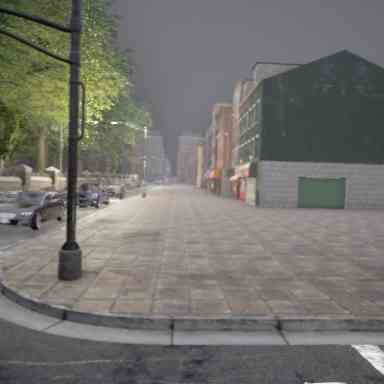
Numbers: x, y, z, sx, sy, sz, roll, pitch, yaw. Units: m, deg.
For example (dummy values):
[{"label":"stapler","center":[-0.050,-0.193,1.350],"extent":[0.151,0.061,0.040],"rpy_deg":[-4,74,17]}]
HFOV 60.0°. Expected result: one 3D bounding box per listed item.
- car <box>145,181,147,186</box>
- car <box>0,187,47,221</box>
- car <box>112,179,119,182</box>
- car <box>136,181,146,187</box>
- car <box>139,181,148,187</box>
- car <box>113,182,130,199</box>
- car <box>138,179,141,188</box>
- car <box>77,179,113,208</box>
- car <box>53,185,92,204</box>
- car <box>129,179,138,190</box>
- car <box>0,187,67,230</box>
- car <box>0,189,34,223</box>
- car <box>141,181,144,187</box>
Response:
[{"label":"car","center":[-12.469,-1.825,77.911],"extent":[2.008,1.369,4.403],"rpy_deg":[3,2,-3]},{"label":"car","center":[-9.878,0.530,18.350],"extent":[1.752,1.417,4.829],"rpy_deg":[3,2,-3]},{"label":"car","center":[-11.008,-0.791,45.258],"extent":[2.192,1.841,5.009],"rpy_deg":[3,2,-3]},{"label":"car","center":[-12.702,-2.046,83.183],"extent":[1.752,1.417,4.829],"rpy_deg":[3,2,-3]},{"label":"car","center":[-12.953,-2.226,88.794],"extent":[2.008,1.369,4.403],"rpy_deg":[3,2,-3]},{"label":"car","center":[-8.019,-0.037,34.690],"extent":[1.994,1.385,4.181],"rpy_deg":[2,2,-3]},{"label":"car","center":[-11.977,-1.429,66.859],"extent":[1.752,1.417,4.829],"rpy_deg":[3,2,-3]},{"label":"car","center":[-7.580,0.161,24.822],"extent":[2.097,1.767,4.553],"rpy_deg":[2,2,-3]},{"label":"car","center":[-10.297,0.127,28.946],"extent":[1.947,1.339,4.313],"rpy_deg":[3,2,-3]},{"label":"car","center":[-11.739,-1.311,61.584],"extent":[1.967,1.590,4.097],"rpy_deg":[3,2,-3]},{"label":"car","center":[-7.149,0.717,14.952],"extent":[2.128,1.511,4.902],"rpy_deg":[2,2,-3]},{"label":"car","center":[-9.768,0.640,16.382],"extent":[2.008,1.369,4.403],"rpy_deg":[3,2,-3]},{"label":"car","center":[-12.216,-1.854,72.463],"extent":[2.192,1.841,5.009],"rpy_deg":[3,2,-3]}]
